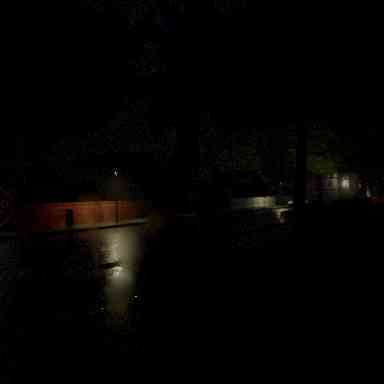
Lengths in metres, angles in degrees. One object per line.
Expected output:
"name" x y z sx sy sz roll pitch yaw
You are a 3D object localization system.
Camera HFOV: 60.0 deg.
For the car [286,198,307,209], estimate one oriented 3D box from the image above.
"car" 14.698 1.551 46.230 1.812 1.442 4.674 0 0 35
